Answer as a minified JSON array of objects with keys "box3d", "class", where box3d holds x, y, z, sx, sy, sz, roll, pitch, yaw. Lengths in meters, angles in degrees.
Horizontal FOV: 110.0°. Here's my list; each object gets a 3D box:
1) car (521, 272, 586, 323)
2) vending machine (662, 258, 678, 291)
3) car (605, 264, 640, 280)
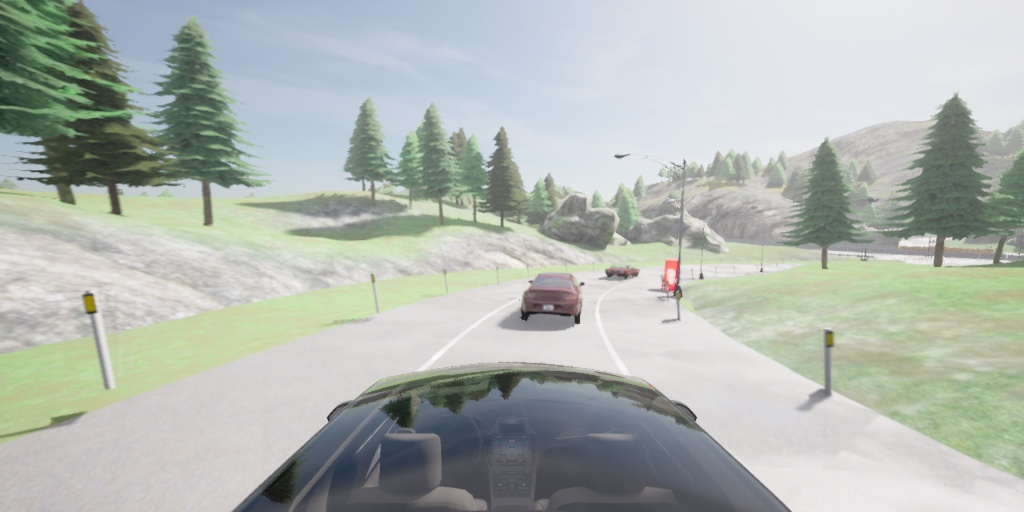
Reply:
[{"box3d":[1.486,1.279,12.262,1.812,1.442,4.674,1,0,12],"class":"car"},{"box3d":[10.362,1.211,23.743,1.100,2.100,0.880,0,0,27],"class":"vending machine"},{"box3d":[10.128,1.360,32.562,1.895,1.301,4.718,4,3,34],"class":"car"}]
